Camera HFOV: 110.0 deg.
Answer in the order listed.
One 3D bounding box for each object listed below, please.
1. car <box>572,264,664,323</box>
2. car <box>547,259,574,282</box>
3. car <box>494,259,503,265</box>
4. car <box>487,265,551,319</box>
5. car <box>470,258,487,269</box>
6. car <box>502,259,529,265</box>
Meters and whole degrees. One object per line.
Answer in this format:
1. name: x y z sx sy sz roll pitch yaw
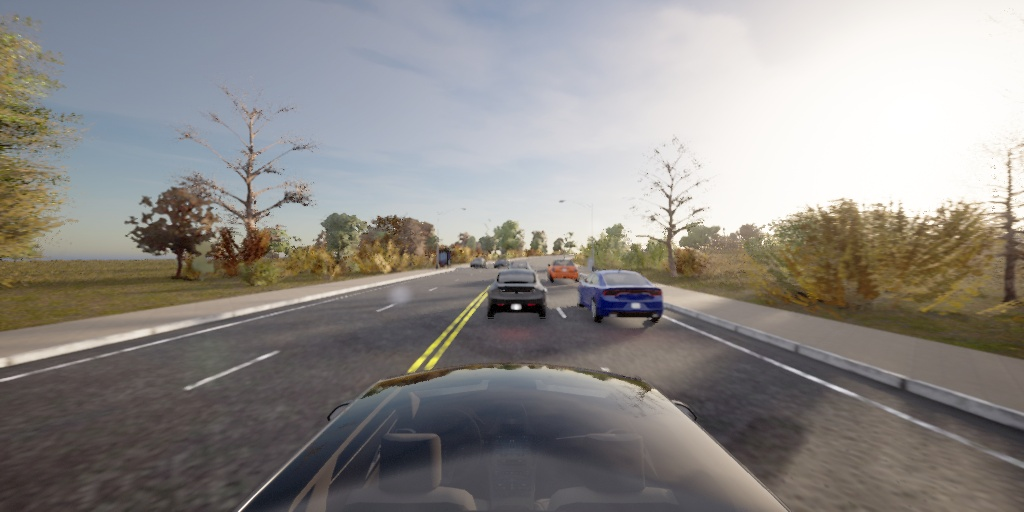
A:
1. car: 3.415 1.199 12.158 1.882 1.535 5.008 0 0 2
2. car: 3.841 1.013 27.676 2.097 1.767 4.553 0 0 3
3. car: -1.484 1.113 51.850 1.994 1.385 4.181 0 0 4
4. car: 0.179 1.221 12.689 1.837 1.490 4.892 0 0 1
5. car: -4.792 1.058 51.202 1.837 1.490 4.892 0 0 4
6. car: 0.603 1.152 28.043 2.128 1.511 4.902 0 0 3
